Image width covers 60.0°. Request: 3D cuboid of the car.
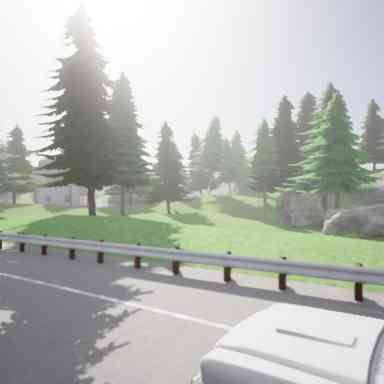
[{"bbox_3d":[2.328,1.591,2.322,4.718,1.301,1.895,-1,0,35],"label":"car"}]
